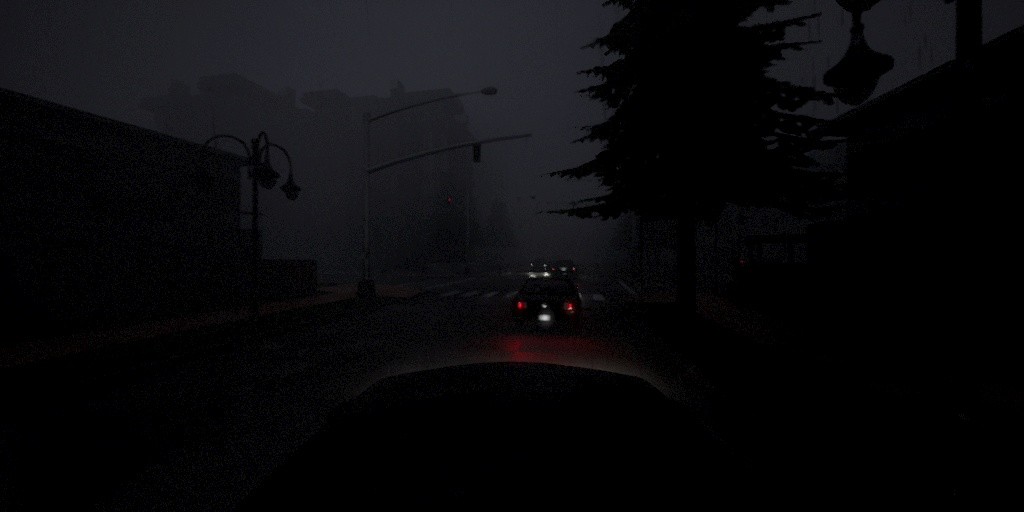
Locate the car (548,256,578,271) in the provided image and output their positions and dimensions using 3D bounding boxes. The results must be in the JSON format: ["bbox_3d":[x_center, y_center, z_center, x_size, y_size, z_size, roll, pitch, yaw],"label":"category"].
[{"bbox_3d":[4.458,1.078,30.065,2.097,1.767,4.553,0,0,11],"label":"car"}]

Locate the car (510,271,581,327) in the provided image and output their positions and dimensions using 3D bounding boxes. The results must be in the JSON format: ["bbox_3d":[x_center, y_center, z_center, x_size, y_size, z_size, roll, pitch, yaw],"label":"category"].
[{"bbox_3d":[1.219,1.331,11.601,1.895,1.301,4.718,0,0,9],"label":"car"}]

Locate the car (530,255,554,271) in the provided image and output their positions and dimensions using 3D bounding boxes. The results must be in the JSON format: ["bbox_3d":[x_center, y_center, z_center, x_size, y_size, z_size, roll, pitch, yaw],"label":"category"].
[{"bbox_3d":[3.461,1.047,43.211,2.097,1.767,4.553,0,0,12],"label":"car"}]
